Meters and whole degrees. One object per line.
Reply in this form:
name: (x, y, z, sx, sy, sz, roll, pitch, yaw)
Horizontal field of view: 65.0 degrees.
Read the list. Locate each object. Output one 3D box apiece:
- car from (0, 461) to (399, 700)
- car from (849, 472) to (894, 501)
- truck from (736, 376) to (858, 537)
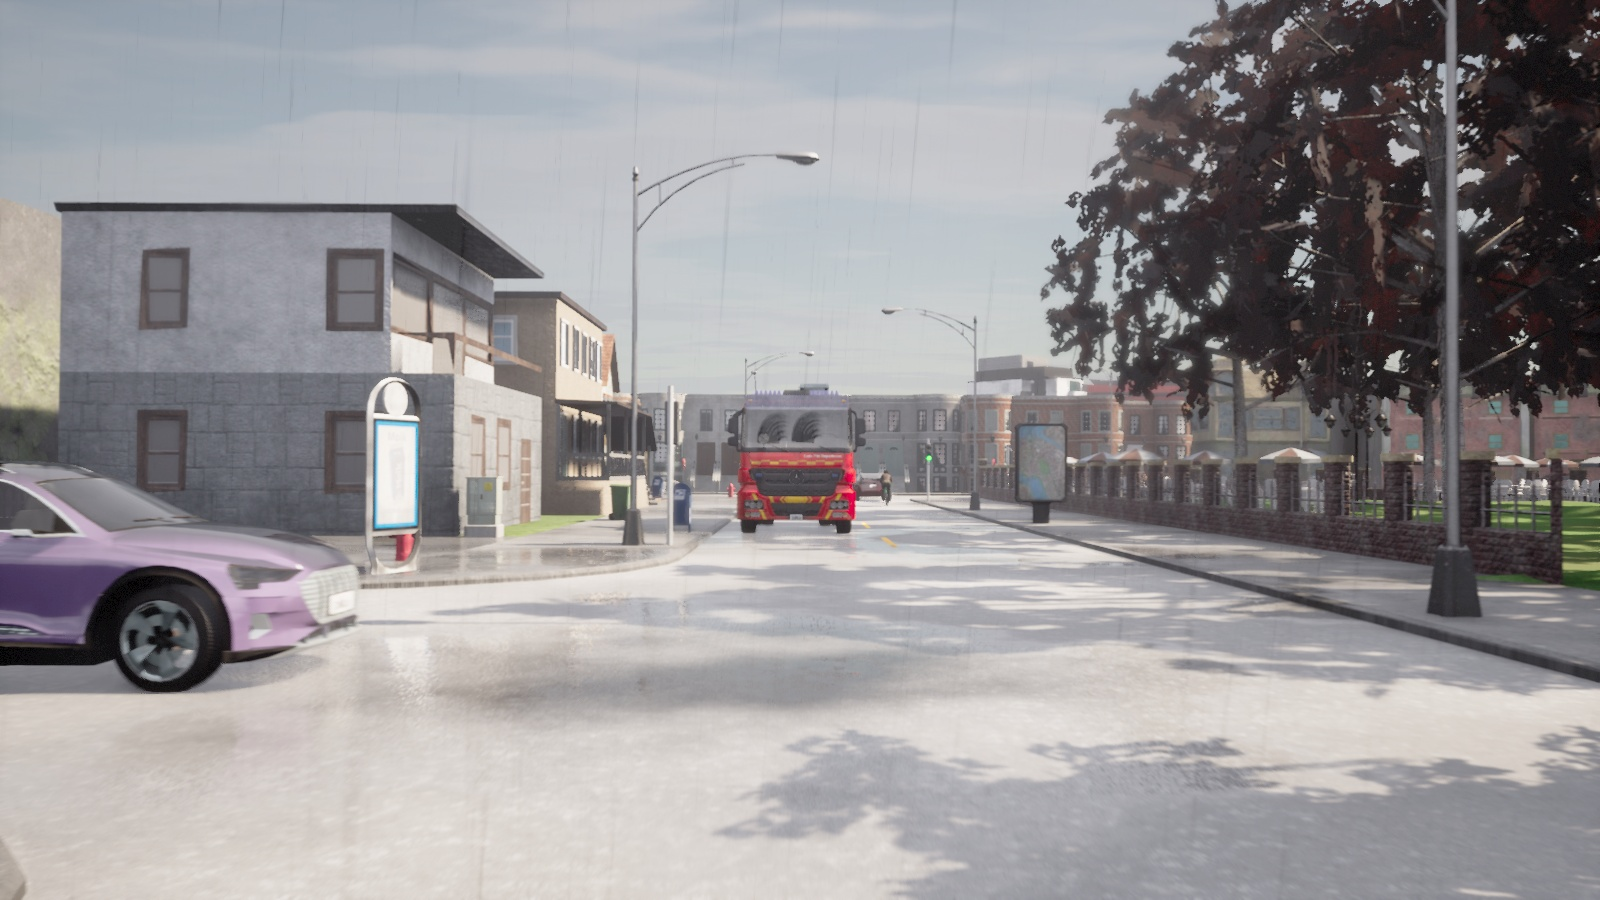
car: (-5.866, 0.934, 9.748, 4.856, 1.649, 2.033, 0, -1, 1)
car: (3.833, 1.958, 68.149, 2.163, 1.488, 4.792, 0, -1, 0)
truck: (-0.088, 0.232, 34.170, 2.891, 3.827, 8.468, 0, -1, 0)
